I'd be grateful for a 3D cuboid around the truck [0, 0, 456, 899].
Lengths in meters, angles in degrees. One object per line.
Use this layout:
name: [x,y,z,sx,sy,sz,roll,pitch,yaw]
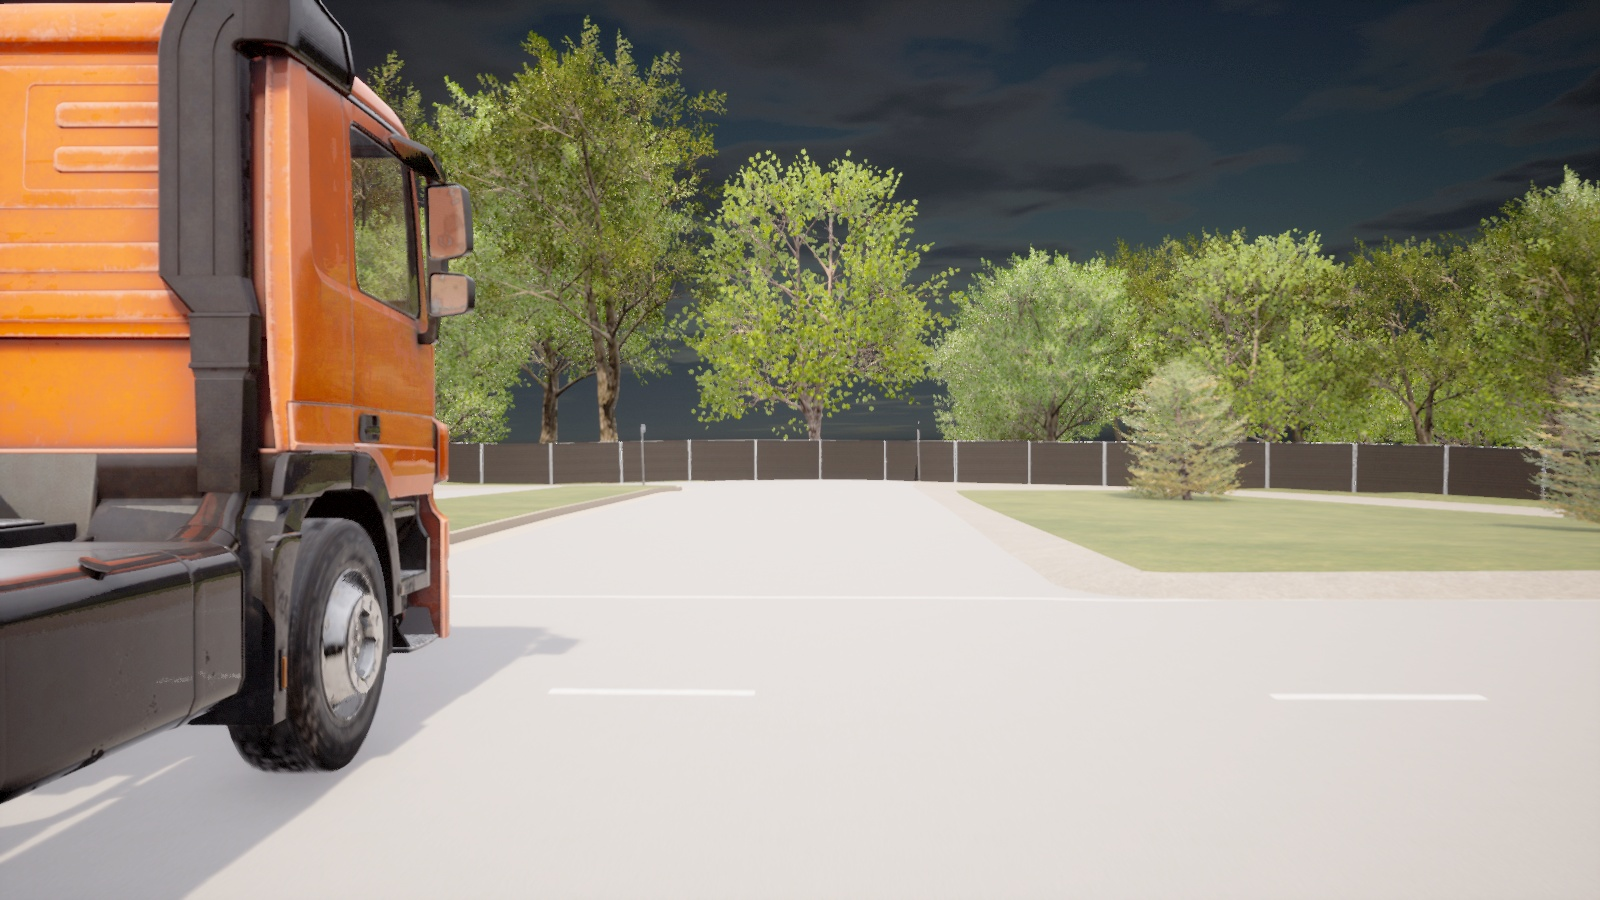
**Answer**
truck: [-3.500,-0.254,3.424,2.891,3.462,7.936,0,0,0]
